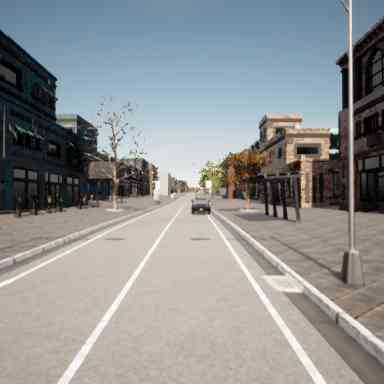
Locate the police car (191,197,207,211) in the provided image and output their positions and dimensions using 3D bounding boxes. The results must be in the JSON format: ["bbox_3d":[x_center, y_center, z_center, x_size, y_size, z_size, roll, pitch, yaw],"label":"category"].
[{"bbox_3d":[0.899,1.575,44.505,1.930,1.638,5.238,0,0,0],"label":"police car"}]

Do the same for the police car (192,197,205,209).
[{"bbox_3d":[0.899,1.637,50.504,1.930,1.638,5.238,0,0,0],"label":"police car"}]

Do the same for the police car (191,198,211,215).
[{"bbox_3d":[0.899,1.481,34.505,1.930,1.638,5.238,0,0,0],"label":"police car"}]
